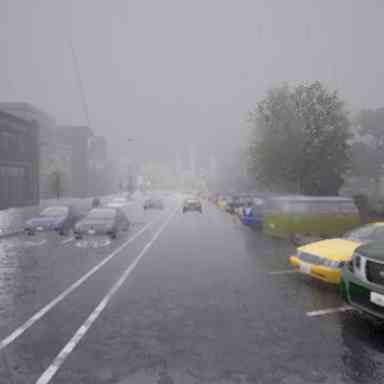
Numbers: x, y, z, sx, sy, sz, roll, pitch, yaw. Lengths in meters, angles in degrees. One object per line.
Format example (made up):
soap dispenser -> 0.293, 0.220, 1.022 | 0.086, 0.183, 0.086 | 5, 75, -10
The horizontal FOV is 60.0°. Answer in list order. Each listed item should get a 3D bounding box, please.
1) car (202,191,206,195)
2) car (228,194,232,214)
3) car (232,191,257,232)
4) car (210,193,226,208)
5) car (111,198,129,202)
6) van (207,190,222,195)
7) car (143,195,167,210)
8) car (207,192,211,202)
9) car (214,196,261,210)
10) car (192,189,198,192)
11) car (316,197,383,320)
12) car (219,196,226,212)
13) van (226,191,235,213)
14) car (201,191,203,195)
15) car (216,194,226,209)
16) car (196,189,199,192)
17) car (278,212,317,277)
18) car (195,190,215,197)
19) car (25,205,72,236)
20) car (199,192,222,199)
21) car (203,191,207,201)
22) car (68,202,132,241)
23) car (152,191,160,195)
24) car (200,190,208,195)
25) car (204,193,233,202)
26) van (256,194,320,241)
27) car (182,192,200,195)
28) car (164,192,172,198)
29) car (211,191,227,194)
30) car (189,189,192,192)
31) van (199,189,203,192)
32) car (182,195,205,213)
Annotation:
car -> 5.039, 1.012, 56.162 | 5.366, 1.575, 1.946 | 0, 1, -22
car -> 5.283, 1.227, 23.447 | 4.553, 1.767, 2.185 | 1, 1, -20
car -> 5.296, 1.141, 17.527 | 5.566, 2.045, 2.435 | 1, 0, -20
car -> 5.056, 1.249, 35.231 | 5.366, 1.575, 1.946 | 1, 1, -20
car -> -7.071, 1.323, 32.599 | 1.812, 1.442, 4.674 | 0, 0, 0
van -> 5.137, 0.865, 50.198 | 4.442, 1.987, 1.878 | 0, 0, -22
car -> -4.243, 1.317, 37.358 | 1.994, 1.385, 4.181 | 0, 0, 0
car -> 5.092, 1.166, 47.182 | 4.674, 1.452, 2.002 | 0, 1, -21
car -> 5.218, 1.225, 38.269 | 4.892, 1.521, 2.231 | 1, 1, -21
car -> 3.766, 0.435, 79.801 | 5.566, 2.045, 2.435 | 0, 0, -24
car -> 5.265, 1.204, 5.661 | 5.566, 2.045, 2.435 | 1, 1, -20
car -> 5.268, 1.336, 29.376 | 4.792, 1.488, 2.163 | 1, 0, -20
van -> 5.355, 1.105, 26.445 | 4.442, 1.987, 1.878 | 1, 0, -20
car -> 4.631, 0.971, 62.006 | 4.674, 1.452, 2.002 | 0, 1, -22
car -> 5.413, 1.280, 32.391 | 5.366, 1.575, 1.946 | 1, 0, -20
car -> 4.078, 0.801, 70.817 | 5.366, 1.575, 1.946 | 0, 1, -23
car -> 5.117, 1.436, 8.559 | 5.366, 1.575, 1.946 | 1, 1, -20
car -> 3.307, 0.485, 85.706 | 4.553, 1.767, 2.185 | 0, 0, -24
car -> -7.080, 1.436, 17.799 | 1.812, 1.442, 4.674 | 0, 0, 0
car -> 4.092, 0.804, 73.858 | 4.674, 1.452, 2.002 | 0, 1, -23
car -> 4.946, 1.053, 53.124 | 5.008, 1.535, 2.097 | 0, 1, -22
car -> -4.275, 1.443, 16.478 | 1.812, 1.442, 4.674 | 0, 0, 0
car -> -8.419, 0.550, 77.617 | 1.812, 1.442, 4.674 | 0, 1, -3
car -> 4.528, 0.929, 64.959 | 4.674, 1.452, 2.002 | 0, 1, -23
car -> 4.756, 1.013, 59.062 | 4.674, 1.452, 2.002 | 0, 1, -22
van -> 5.378, 1.185, 14.602 | 4.442, 1.987, 1.878 | 1, 0, -20
car -> -0.193, 1.123, 46.965 | 1.882, 1.535, 5.008 | 0, 1, -1
car -> -5.623, 0.615, 77.763 | 1.895, 1.301, 4.718 | 0, 1, -3
car -> 5.155, 1.067, 41.230 | 4.553, 1.767, 2.185 | 1, 0, -21
car -> 2.618, 0.535, 94.590 | 4.792, 1.488, 2.163 | 0, 1, -25
van -> 4.292, 0.620, 67.873 | 4.442, 1.987, 1.878 | 0, 1, -23
car -> 0.024, 1.316, 33.028 | 1.812, 1.442, 4.674 | 0, 1, -1
